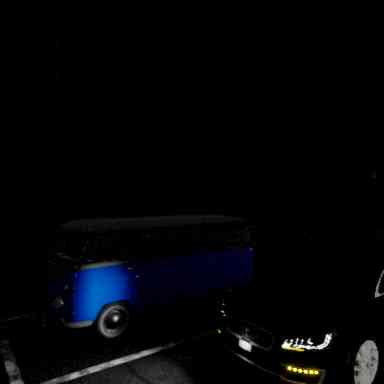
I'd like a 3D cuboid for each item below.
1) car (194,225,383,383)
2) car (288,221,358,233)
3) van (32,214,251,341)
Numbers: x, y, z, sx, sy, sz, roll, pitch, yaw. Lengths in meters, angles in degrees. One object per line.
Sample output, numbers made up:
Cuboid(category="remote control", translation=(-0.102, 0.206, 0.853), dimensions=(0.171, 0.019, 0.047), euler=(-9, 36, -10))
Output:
Cuboid(category="car", translation=(2.582, 1.499, 5.219), dimensions=(4.892, 1.490, 1.837), euler=(0, 0, -36))
Cuboid(category="car", translation=(3.845, 1.536, 9.408), dimensions=(4.507, 1.381, 1.887), euler=(0, 0, -35))
Cuboid(category="van", translation=(-0.655, 1.338, 6.202), dimensions=(3.998, 1.788, 1.690), euler=(0, 0, -35))
